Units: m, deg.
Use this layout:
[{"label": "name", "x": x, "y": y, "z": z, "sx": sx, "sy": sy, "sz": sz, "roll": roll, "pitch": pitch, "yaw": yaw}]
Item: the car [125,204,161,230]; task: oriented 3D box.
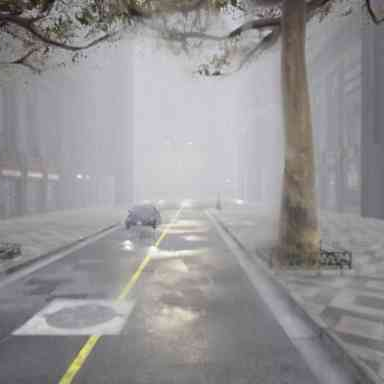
[{"label": "car", "x": -3.004, "y": 1.521, "z": 21.290, "sx": 1.812, "sy": 1.442, "sz": 4.674, "roll": 0, "pitch": 0, "yaw": 0}]
